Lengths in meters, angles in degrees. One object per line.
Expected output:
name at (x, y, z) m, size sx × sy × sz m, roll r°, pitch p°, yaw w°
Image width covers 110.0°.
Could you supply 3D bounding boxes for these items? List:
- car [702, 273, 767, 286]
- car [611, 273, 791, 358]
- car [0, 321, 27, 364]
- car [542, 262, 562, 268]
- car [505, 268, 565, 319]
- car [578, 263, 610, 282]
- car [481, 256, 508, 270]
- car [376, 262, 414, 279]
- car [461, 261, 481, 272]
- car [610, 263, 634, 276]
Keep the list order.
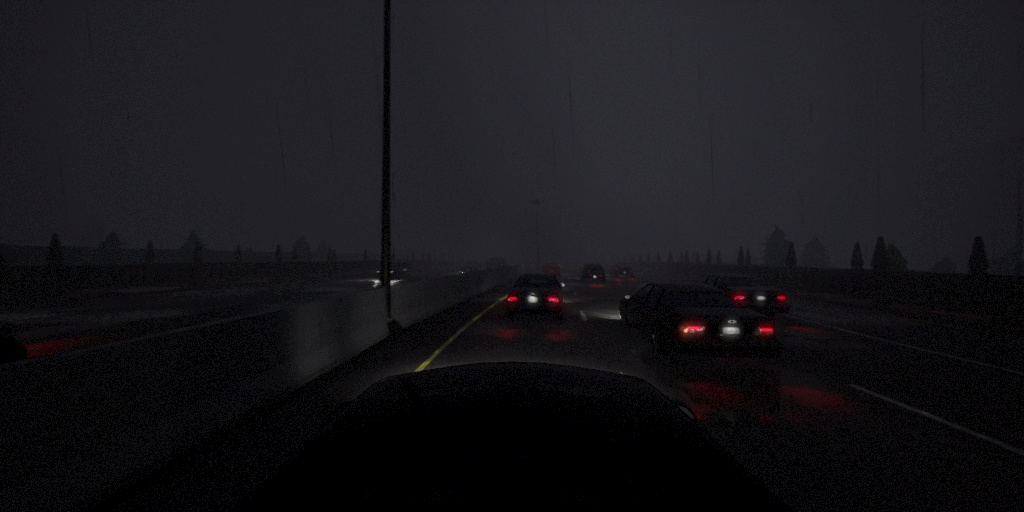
car at (8.035, 1.364, 13.583) m, size 2.033 × 1.411 × 5.357 m, roll 0°, pitch 0°, yaw 7°
car at (3.980, 1.333, 8.639) m, size 2.033 × 1.411 × 5.357 m, roll 0°, pitch 0°, yaw 5°
car at (-6.959, 1.210, 2.318) m, size 2.128 × 1.511 × 4.902 m, roll 0°, pitch 0°, yaw 1°
car at (4.033, 1.332, 36.137) m, size 1.882 × 1.535 × 5.008 m, roll 0°, pitch 0°, yaw 8°
car at (0.917, 1.330, 12.956) m, size 2.033 × 1.411 × 5.357 m, roll 0°, pitch 0°, yaw 7°
car at (6.763, 1.357, 30.252) m, size 1.837 × 1.490 × 4.892 m, roll 0°, pitch 0°, yaw 8°
car at (-1.910, 1.074, 45.658) m, size 2.150 × 2.045 × 5.566 m, roll 0°, pitch 0°, yaw 8°
car at (-10.703, 1.283, 33.135) m, size 1.837 × 1.490 × 4.892 m, roll 0°, pitch 0°, yaw 8°
car at (-5.189, 1.387, 47.505) m, size 2.033 × 1.411 × 5.357 m, roll 0°, pitch 0°, yaw 8°
car at (11.171, 1.415, 36.762) m, size 1.812 × 1.442 × 4.674 m, roll 0°, pitch 0°, yaw 8°
